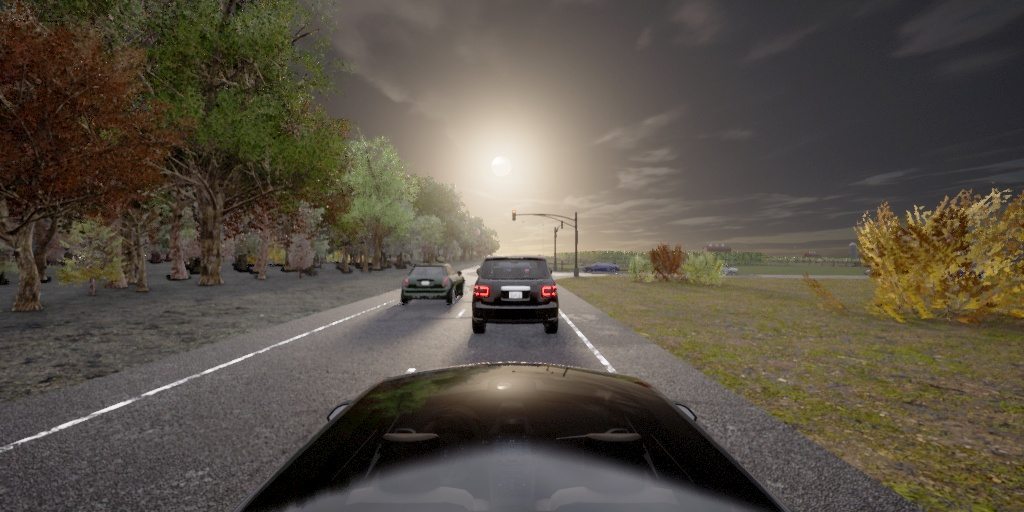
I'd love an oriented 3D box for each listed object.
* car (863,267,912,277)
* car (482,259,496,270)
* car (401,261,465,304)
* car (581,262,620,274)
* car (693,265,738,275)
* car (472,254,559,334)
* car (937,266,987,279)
[{"bbox_3d":[46.066,1.794,44.016,4.902,1.511,2.128,1,-1,1],"label":"car"},{"bbox_3d":[-3.498,1.268,54.622,1.812,1.442,4.674,0,0,0],"label":"car"},{"bbox_3d":[-3.428,1.103,16.299,2.097,1.767,4.553,0,0,0],"label":"car"},{"bbox_3d":[11.013,1.450,44.584,4.674,1.442,1.812,1,-1,7],"label":"car"},{"bbox_3d":[24.892,1.671,44.108,4.718,1.301,1.895,1,-1,0],"label":"car"},{"bbox_3d":[0.081,0.972,10.776,2.150,2.045,5.566,0,0,0],"label":"car"},{"bbox_3d":[50.303,1.766,40.412,5.008,1.535,1.882,1,-1,1],"label":"car"}]
